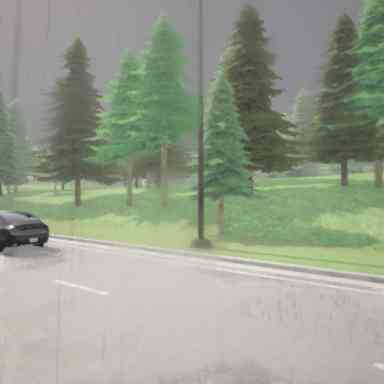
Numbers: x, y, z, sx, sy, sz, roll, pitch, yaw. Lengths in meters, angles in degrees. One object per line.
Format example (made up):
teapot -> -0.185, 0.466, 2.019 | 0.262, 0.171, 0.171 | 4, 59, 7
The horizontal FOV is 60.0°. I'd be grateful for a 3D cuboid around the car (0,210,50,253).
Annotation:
car -> -7.898, 1.539, 13.878 | 4.892, 1.490, 1.837 | 0, 0, 36
